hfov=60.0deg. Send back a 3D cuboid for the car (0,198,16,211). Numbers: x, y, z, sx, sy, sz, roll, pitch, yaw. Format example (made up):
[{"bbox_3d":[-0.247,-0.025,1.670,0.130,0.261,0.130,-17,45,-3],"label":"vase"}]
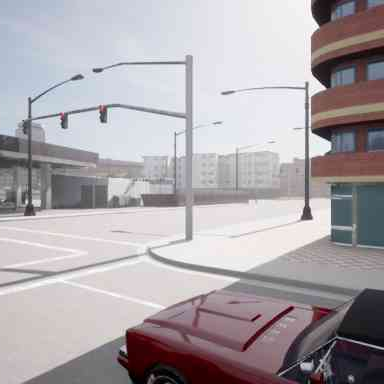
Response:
[{"bbox_3d":[-22.300,1.456,38.828,3.806,1.475,1.970,0,0,36],"label":"car"}]

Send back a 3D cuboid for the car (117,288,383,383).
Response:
[{"bbox_3d":[1.551,1.601,2.867,4.718,1.301,1.895,0,0,36],"label":"car"}]
